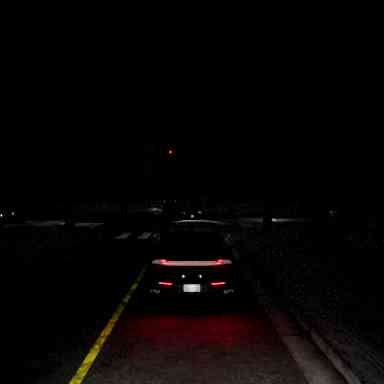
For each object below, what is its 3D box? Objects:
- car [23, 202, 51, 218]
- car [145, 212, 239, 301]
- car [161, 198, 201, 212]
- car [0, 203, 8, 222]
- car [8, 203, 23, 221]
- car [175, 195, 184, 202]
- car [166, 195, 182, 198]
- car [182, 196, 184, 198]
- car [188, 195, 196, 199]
[{"bbox_3d":[-14.768,1.577,29.496,4.313,1.339,1.947,0,0,0],"label":"car"},{"bbox_3d":[0.000,1.491,8.323,2.128,1.511,4.902,0,0,0],"label":"car"},{"bbox_3d":[-1.042,1.534,28.662,2.033,1.411,5.357,0,0,-24],"label":"car"},{"bbox_3d":[-14.773,1.537,21.469,4.313,1.339,1.947,0,0,0],"label":"car"},{"bbox_3d":[-15.688,1.207,24.011,5.566,2.045,2.150,0,0,0],"label":"car"},{"bbox_3d":[-2.761,1.366,74.049,1.812,1.442,4.674,0,0,0],"label":"car"},{"bbox_3d":[-2.855,1.316,45.630,2.097,1.767,4.553,0,0,0],"label":"car"},{"bbox_3d":[-2.834,1.508,59.868,1.994,1.385,4.181,0,0,0],"label":"car"},{"bbox_3d":[-0.012,1.443,81.346,1.812,1.442,4.674,0,0,0],"label":"car"}]
